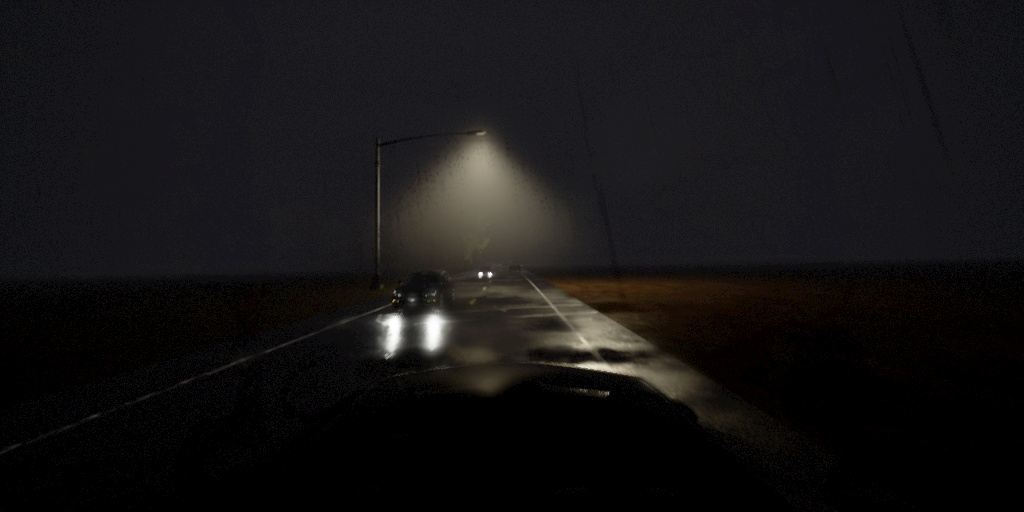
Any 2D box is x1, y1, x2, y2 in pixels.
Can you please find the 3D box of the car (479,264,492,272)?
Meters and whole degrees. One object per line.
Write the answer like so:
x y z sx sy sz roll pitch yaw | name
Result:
-4.060 1.820 55.719 1.895 1.301 4.718 0 -1 -1 | car

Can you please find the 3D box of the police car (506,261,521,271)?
0.461 1.683 59.967 1.930 1.638 5.238 0 -1 -1 | police car

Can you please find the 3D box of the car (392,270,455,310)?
-3.635 1.367 15.458 1.837 1.490 4.892 0 0 0 | car
